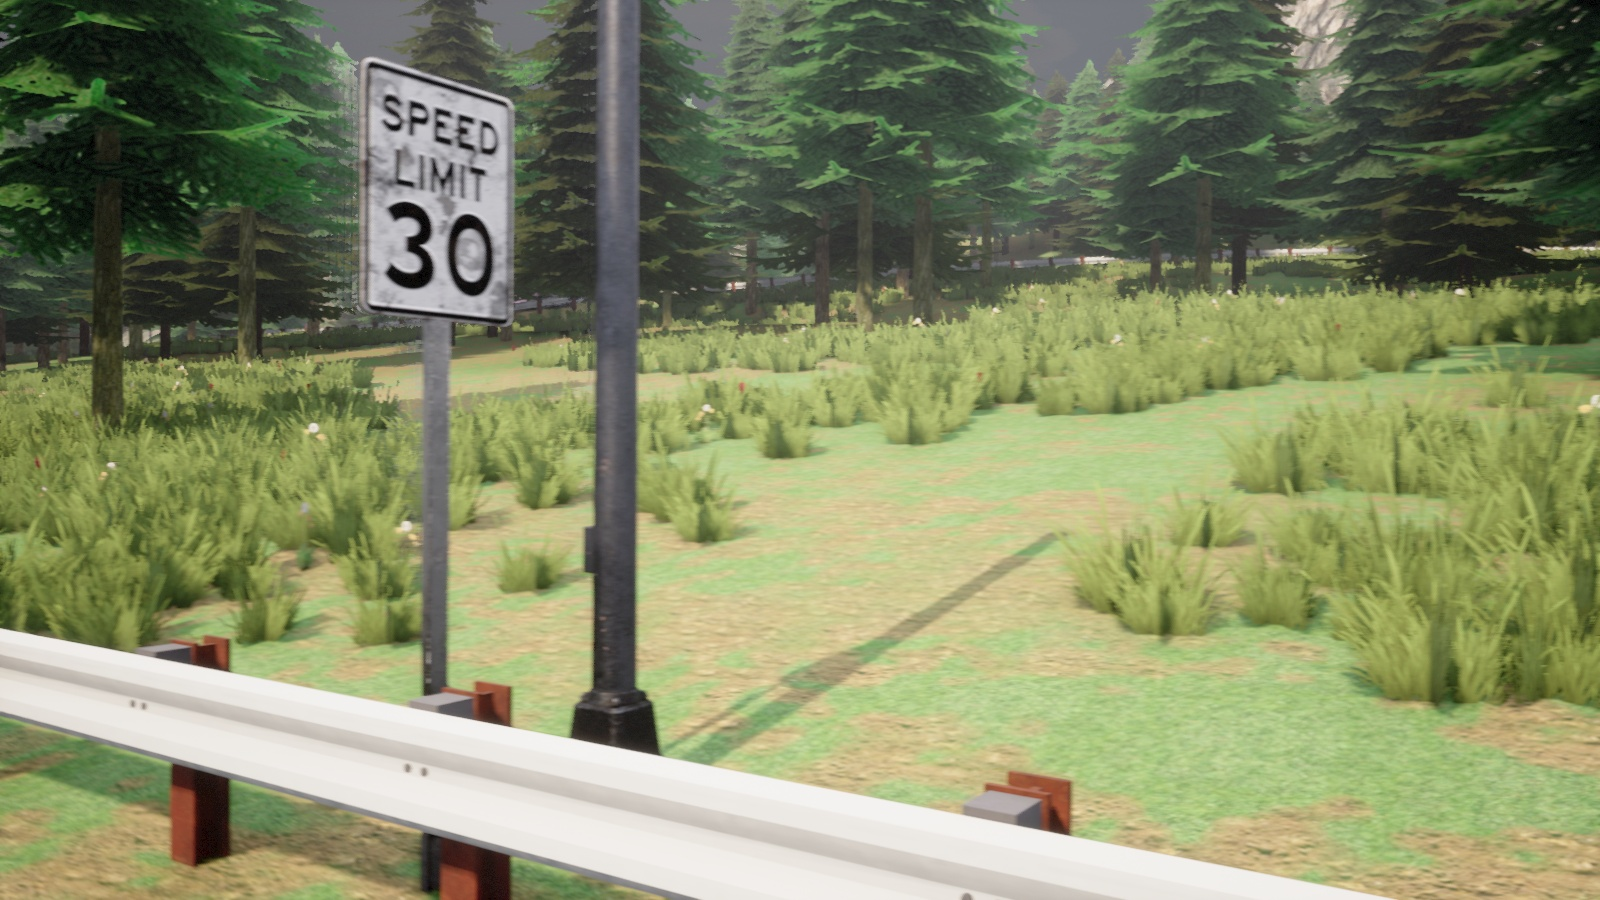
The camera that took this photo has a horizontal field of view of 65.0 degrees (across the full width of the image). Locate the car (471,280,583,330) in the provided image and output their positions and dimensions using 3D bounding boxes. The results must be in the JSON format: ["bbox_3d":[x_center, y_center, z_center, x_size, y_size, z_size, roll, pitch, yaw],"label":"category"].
[{"bbox_3d":[-13.192,-6.987,60.737,4.856,1.649,2.033,-5,0,19],"label":"car"}]
